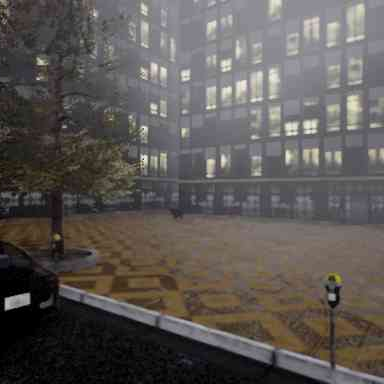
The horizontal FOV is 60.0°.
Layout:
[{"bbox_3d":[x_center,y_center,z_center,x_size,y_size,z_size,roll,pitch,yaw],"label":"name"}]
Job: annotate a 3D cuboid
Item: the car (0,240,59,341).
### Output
[{"bbox_3d":[-4.052,1.500,5.728,4.313,1.339,1.947,1,0,35],"label":"car"}]
